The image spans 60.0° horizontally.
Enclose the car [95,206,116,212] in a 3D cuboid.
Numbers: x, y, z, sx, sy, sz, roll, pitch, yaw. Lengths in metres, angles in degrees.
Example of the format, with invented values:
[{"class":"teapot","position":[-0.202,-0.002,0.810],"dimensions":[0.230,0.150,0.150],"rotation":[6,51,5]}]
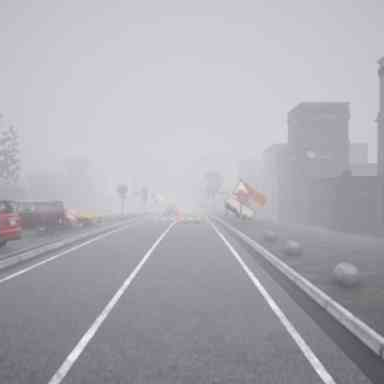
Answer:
[{"class":"car","position":[-21.745,4.299,83.392],"dimensions":[4.674,1.452,2.002],"rotation":[0,-3,0]}]

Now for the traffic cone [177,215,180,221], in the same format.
[{"class":"traffic cone","position":[-1.362,2.440,30.096],"dimensions":[0.340,0.580,0.340],"rotation":[0,-2,0]}]

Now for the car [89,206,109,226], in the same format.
[{"class":"car","position":[-9.362,1.797,24.852],"dimensions":[5.366,1.575,1.946],"rotation":[0,-2,0]}]

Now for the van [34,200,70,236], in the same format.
[{"class":"van","position":[-9.638,1.423,18.903],"dimensions":[4.442,1.987,1.878],"rotation":[0,-1,0]}]

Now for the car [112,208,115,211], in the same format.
[{"class":"car","position":[-21.767,4.118,80.248],"dimensions":[5.008,1.535,2.097],"rotation":[0,-3,0]}]

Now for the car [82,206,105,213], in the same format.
[{"class":"car","position":[-21.788,3.866,73.704],"dimensions":[4.674,1.452,2.002],"rotation":[0,-3,0]}]

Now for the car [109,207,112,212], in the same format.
[{"class":"car","position":[-21.771,3.974,76.978],"dimensions":[4.892,1.521,2.231],"rotation":[0,-3,0]}]

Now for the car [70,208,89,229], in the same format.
[{"class":"car","position":[-9.566,1.594,21.938],"dimensions":[4.553,1.767,2.185],"rotation":[0,-2,0]}]

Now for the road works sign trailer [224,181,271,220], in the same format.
[{"class":"road works sign trailer","position":[4.166,1.187,26.615],"dimensions":[2.380,2.880,3.560],"rotation":[34,28,20]}]

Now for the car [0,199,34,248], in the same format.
[{"class":"car","position":[-9.517,1.273,12.713],"dimensions":[5.566,2.045,2.435],"rotation":[0,-1,0]}]

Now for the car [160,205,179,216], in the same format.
[{"class":"car","position":[-3.245,2.735,51.295],"dimensions":[2.097,1.767,4.553],"rotation":[0,-3,0]}]

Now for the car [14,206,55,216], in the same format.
[{"class":"car","position":[-21.874,2.642,46.225],"dimensions":[4.674,1.452,2.002],"rotation":[0,-3,0]}]
